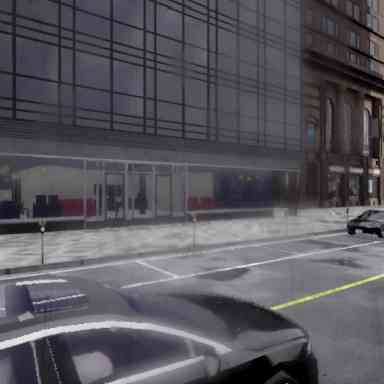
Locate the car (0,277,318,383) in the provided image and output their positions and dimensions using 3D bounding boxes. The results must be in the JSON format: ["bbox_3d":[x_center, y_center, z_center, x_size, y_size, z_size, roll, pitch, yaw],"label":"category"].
[{"bbox_3d":[-0.998,1.492,2.612,4.902,1.511,2.128,0,0,-35],"label":"car"}]

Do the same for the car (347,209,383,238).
[{"bbox_3d":[9.998,1.567,17.645,4.313,1.339,1.947,0,0,-36],"label":"car"}]
